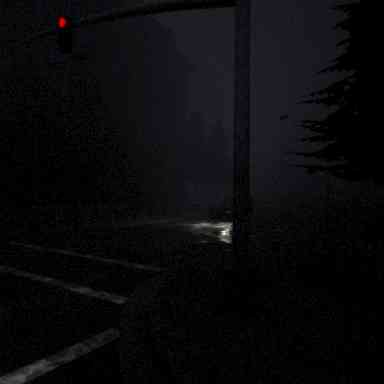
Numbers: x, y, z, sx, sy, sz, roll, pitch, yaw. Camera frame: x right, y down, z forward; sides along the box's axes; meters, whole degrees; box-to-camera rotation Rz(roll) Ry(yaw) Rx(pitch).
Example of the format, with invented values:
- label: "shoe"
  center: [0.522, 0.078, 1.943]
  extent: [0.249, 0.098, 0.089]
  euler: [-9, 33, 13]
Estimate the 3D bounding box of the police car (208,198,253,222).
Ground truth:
- label: "police car"
  center: [3.045, 1.318, 25.834]
  extent: [1.930, 1.638, 5.238]
  euler: [1, 0, 34]
